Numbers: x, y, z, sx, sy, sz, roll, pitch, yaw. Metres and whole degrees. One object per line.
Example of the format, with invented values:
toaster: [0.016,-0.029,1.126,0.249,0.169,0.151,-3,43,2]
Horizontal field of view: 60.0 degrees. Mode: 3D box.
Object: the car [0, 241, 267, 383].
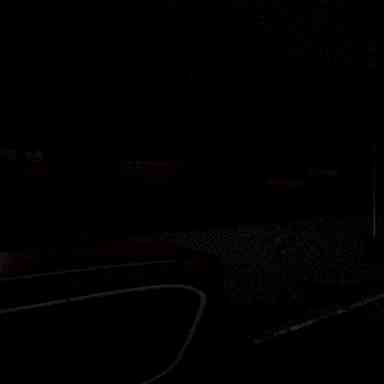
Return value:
car: [-1.787,1.312,1.557,5.009,1.841,2.192,1,-1,-35]
